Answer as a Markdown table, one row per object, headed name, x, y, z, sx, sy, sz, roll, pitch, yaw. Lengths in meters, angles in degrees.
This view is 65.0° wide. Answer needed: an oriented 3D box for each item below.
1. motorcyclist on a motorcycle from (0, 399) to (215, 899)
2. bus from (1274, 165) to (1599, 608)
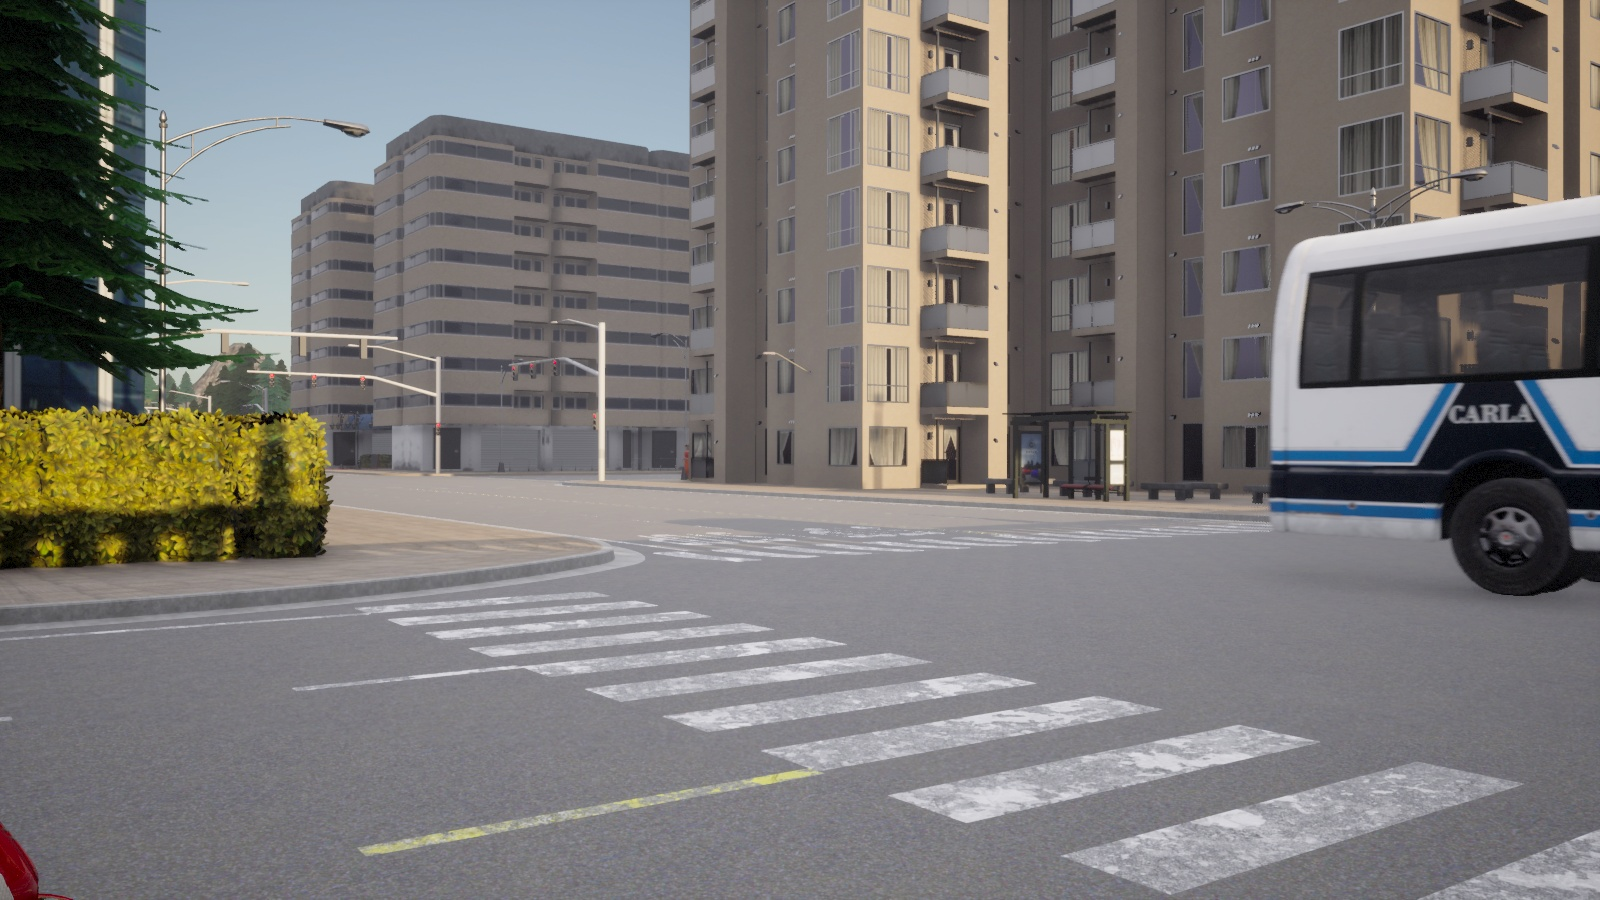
| name | x | y | z | sx | sy | sz | roll | pitch | yaw |
| --- | --- | --- | --- | --- | --- | --- | --- | --- | --- |
| motorcyclist on a motorcycle | -2.100 | 0.708 | 2.209 | 1.817 | 1.590 | 0.866 | 0 | 0 | -35 |
| bus | 10.210 | -0.613 | 11.885 | 3.944 | 4.253 | 10.273 | 0 | 0 | -35 |
